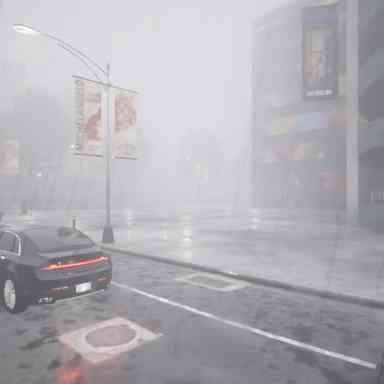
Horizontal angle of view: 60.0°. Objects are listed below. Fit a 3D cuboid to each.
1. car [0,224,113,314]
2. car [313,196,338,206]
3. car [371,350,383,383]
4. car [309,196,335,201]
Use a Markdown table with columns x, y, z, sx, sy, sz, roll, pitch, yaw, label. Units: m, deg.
| x | y | z | sx | sy | sz | roll | pitch | yaw | label |
| --- | --- | --- | --- | --- | --- | --- | --- | --- | --- |
| -3.776 | 1.505 | 7.753 | 4.892 | 1.490 | 1.837 | 0 | 0 | 43 | car |
| 21.754 | 1.413 | 53.937 | 2.161 | 1.482 | 4.786 | 0 | 0 | 43 | car |
| 3.773 | 1.547 | 1.434 | 5.357 | 1.411 | 2.033 | 0 | 0 | 32 | car |
| 16.349 | 1.320 | 42.252 | 2.002 | 1.452 | 4.674 | 0 | 0 | 43 | car |
